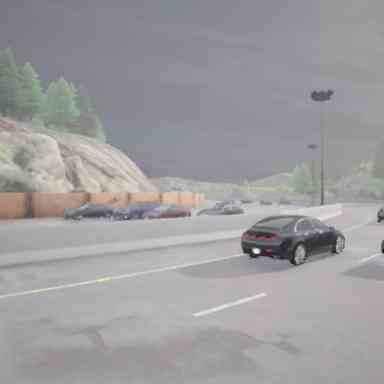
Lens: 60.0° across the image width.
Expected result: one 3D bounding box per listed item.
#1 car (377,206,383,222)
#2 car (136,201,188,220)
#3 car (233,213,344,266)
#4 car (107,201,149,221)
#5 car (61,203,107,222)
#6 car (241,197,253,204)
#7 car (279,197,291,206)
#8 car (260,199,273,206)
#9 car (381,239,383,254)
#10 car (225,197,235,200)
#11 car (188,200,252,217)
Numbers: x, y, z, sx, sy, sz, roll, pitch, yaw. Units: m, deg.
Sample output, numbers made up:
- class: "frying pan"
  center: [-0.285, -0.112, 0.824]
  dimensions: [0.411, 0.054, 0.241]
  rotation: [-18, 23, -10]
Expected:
- class: "car"
  center: [16.183, 1.755, 26.877]
  dimensions: [1.895, 1.301, 4.718]
  rotation: [0, 0, 33]
- class: "car"
  center: [-1.866, 1.697, 26.383]
  dimensions: [1.812, 1.442, 4.674]
  rotation: [0, 0, 40]
- class: "car"
  center: [3.752, 1.578, 11.932]
  dimensions: [4.892, 1.490, 1.837]
  rotation: [0, 0, -43]
- class: "car"
  center: [-4.554, 1.540, 28.657]
  dimensions: [2.097, 1.767, 4.553]
  rotation: [0, 0, 40]
- class: "car"
  center: [-8.942, 1.721, 29.005]
  dimensions: [1.812, 1.442, 4.674]
  rotation: [0, 0, 44]
- class: "car"
  center: [11.160, 1.790, 67.844]
  dimensions: [1.882, 1.535, 5.008]
  rotation: [0, 0, 3]
- class: "car"
  center: [17.975, 1.848, 64.432]
  dimensions: [1.837, 1.490, 4.892]
  rotation: [0, 0, 7]
- class: "car"
  center: [14.494, 1.986, 64.932]
  dimensions: [1.994, 1.385, 4.181]
  rotation: [0, 0, 5]
- class: "car"
  center: [8.065, 1.664, 11.162]
  dimensions: [4.718, 1.301, 1.895]
  rotation: [0, 0, -45]
- class: "car"
  center: [7.660, 1.805, 67.869]
  dimensions: [1.882, 1.535, 5.008]
  rotation: [0, 0, 3]
- class: "car"
  center: [2.289, 1.655, 25.936]
  dimensions: [2.128, 1.511, 4.902]
  rotation: [0, 0, 39]
